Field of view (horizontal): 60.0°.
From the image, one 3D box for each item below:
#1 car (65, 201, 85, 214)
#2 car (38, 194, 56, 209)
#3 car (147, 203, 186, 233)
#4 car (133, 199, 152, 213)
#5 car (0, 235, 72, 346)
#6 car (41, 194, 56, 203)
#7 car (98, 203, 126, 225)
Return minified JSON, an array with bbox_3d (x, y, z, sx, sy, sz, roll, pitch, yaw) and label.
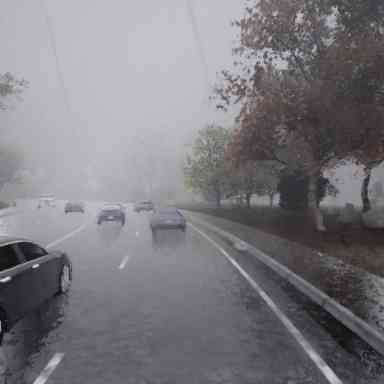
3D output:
[{"bbox_3d":[-12.283,1.619,34.956,1.895,1.301,4.718,0,0,-17],"label":"car"},{"bbox_3d":[-20.646,1.241,47.381,2.150,2.045,5.566,0,0,-24],"label":"car"},{"bbox_3d":[-1.530,1.571,19.933,1.994,1.385,4.181,0,0,-8],"label":"car"},{"bbox_3d":[-5.454,1.509,37.113,2.128,1.511,4.902,0,0,-17],"label":"car"},{"bbox_3d":[-3.630,1.513,5.796,1.837,1.490,4.892,0,0,-2],"label":"car"},{"bbox_3d":[-30.777,1.343,71.287,2.097,1.767,4.553,0,0,-36],"label":"car"},{"bbox_3d":[-5.871,1.539,24.545,1.812,1.442,4.674,0,0,-11],"label":"car"}]
